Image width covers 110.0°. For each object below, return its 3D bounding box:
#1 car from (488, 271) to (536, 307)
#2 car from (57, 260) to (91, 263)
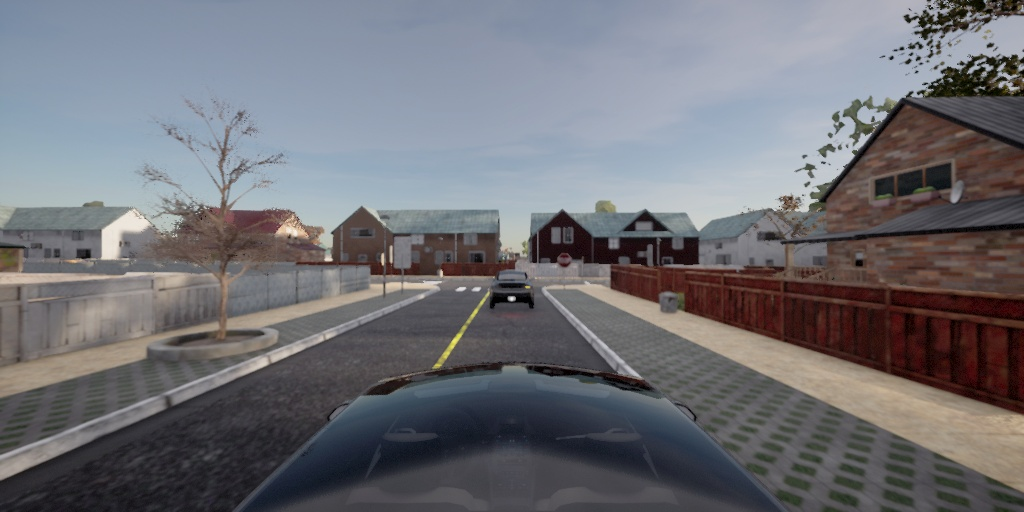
[{"bbox_3d":[-0.001,1.393,16.160,1.837,1.490,4.892,0,0,0],"label":"car"},{"bbox_3d":[-39.728,1.118,32.128,5.008,1.535,1.882,1,0,1],"label":"car"}]
